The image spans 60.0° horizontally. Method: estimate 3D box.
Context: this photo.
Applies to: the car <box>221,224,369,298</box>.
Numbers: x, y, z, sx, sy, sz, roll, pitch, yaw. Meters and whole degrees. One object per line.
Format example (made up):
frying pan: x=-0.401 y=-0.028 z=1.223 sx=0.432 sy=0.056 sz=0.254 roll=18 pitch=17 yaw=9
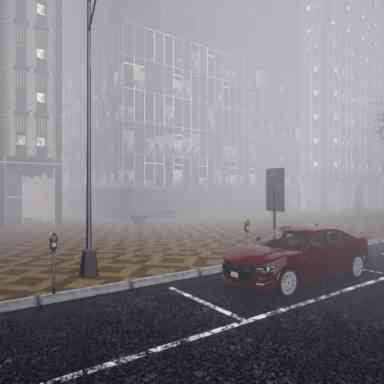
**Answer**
car: x=2.748 y=1.545 z=8.527 sx=4.507 sy=1.381 sz=1.887 roll=0 pitch=0 yaw=-36
